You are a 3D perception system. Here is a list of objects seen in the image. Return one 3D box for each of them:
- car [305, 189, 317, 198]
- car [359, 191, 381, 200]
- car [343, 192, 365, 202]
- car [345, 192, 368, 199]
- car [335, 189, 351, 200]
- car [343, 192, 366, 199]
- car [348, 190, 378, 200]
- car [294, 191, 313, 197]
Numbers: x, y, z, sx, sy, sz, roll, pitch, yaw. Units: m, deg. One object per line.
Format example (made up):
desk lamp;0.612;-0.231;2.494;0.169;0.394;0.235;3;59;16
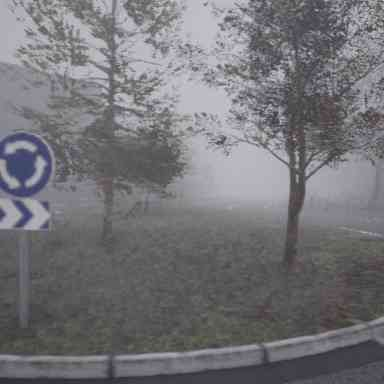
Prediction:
car;25.742;0.308;75.977;5.566;2.045;2.435;2;1;17
car;36.932;0.887;69.715;4.553;1.767;2.185;2;2;17
car;28.571;1.081;58.826;1.895;1.301;4.718;2;1;17
car;41.088;0.877;83.218;4.892;1.521;2.231;2;1;17
car;31.574;0.593;68.720;2.150;2.045;5.566;2;1;17
car;41.908;0.844;85.920;5.008;1.535;2.097;2;1;17
car;38.649;0.714;75.233;5.566;2.045;2.435;2;1;17
car;29.872;0.450;89.491;4.674;1.452;2.002;2;1;17
